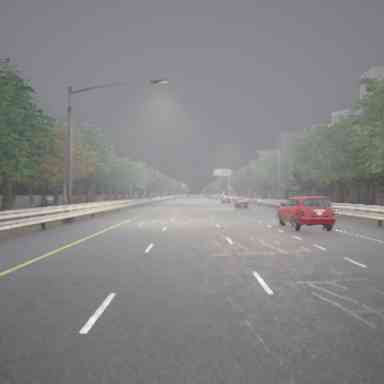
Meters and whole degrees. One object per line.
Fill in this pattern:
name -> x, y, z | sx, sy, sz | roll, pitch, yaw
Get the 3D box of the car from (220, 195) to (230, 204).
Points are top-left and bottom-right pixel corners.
car -> 7.289, 1.836, 73.104 | 2.128, 1.511, 4.902 | 0, 0, 0

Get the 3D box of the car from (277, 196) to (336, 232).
car -> 7.022, 1.287, 20.955 | 2.150, 2.045, 5.566 | 0, 0, 0

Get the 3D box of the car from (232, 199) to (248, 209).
car -> 7.129, 1.725, 49.136 | 1.812, 1.442, 4.674 | 0, 0, 0
